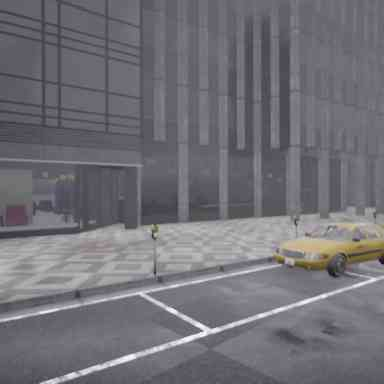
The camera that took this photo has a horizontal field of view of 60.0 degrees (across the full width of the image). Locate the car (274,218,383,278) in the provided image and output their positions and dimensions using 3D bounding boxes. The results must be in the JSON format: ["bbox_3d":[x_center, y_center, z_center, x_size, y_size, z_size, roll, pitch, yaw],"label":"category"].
[{"bbox_3d":[4.536,1.508,10.054,4.829,1.417,1.752,0,0,-35],"label":"car"}]
